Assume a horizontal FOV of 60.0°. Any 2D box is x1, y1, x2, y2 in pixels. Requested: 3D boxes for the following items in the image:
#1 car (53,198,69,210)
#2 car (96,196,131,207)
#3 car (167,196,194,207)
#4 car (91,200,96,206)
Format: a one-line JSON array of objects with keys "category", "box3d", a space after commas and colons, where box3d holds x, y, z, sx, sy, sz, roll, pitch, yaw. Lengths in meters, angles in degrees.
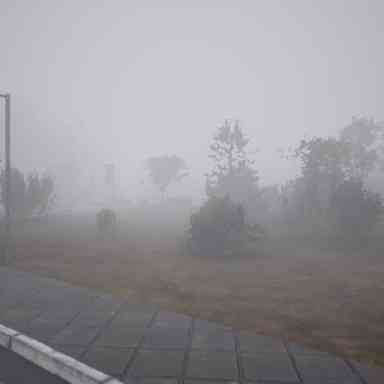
[{"category": "car", "box3d": [-17.685, 1.484, 41.197, 2.128, 1.511, 4.902, 0, 0, 39]}, {"category": "car", "box3d": [-11.215, 1.529, 49.217, 1.895, 1.301, 4.718, 0, 1, 39]}, {"category": "car", "box3d": [-1.662, 1.345, 49.617, 2.128, 1.511, 4.902, 0, 1, 39]}, {"category": "car", "box3d": [-13.413, 1.397, 52.063, 1.882, 1.535, 5.008, 0, 1, 39]}]
